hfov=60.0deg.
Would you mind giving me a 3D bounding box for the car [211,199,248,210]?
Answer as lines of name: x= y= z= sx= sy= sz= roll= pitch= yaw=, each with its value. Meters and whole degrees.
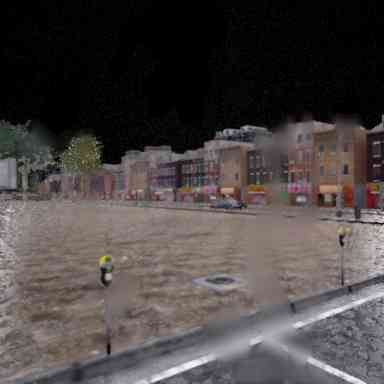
car: x=4.588 y=1.574 z=41.954 sx=2.033 sy=1.411 sz=5.357 roll=-1 pitch=0 yaw=-35
